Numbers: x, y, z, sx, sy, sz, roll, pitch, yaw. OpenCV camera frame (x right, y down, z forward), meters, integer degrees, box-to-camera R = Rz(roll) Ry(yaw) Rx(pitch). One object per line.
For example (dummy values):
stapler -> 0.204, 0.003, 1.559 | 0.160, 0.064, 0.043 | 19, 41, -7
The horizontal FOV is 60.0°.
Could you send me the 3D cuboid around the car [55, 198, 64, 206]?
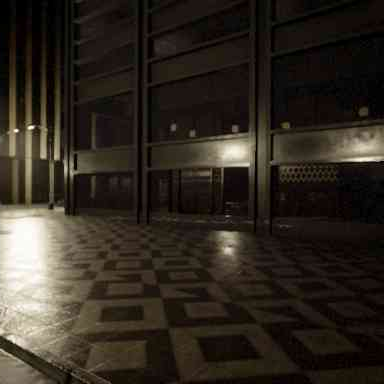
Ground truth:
car -> -13.530, 0.981, 38.442 | 1.994, 1.385, 4.181 | 0, 1, 35
